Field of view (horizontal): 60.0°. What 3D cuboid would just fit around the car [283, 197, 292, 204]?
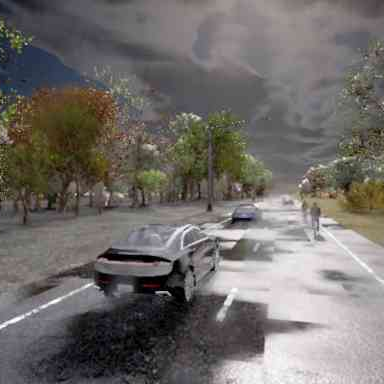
[{"bbox_3d":[20.432,1.844,71.337,1.895,1.301,4.718,0,0,15],"label":"car"}]

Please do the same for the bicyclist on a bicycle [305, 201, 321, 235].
[{"bbox_3d":[6.646,1.428,17.990,0.659,1.776,1.843,0,0,15],"label":"bicyclist on a bicycle"}]

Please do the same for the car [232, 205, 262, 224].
[{"bbox_3d":[4.290,1.662,25.842,1.994,1.385,4.181,0,0,16],"label":"car"}]

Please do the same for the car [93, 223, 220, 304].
[{"bbox_3d":[-0.556,1.529,8.352,2.128,1.511,4.902,0,0,16],"label":"car"}]

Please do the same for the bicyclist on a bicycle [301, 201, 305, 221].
[{"bbox_3d":[8.997,1.540,26.472,0.582,1.620,1.656,0,-1,15],"label":"bicyclist on a bicycle"}]

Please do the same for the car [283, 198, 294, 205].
[{"bbox_3d":[17.879,1.777,61.746,1.994,1.385,4.181,0,0,15],"label":"car"}]
